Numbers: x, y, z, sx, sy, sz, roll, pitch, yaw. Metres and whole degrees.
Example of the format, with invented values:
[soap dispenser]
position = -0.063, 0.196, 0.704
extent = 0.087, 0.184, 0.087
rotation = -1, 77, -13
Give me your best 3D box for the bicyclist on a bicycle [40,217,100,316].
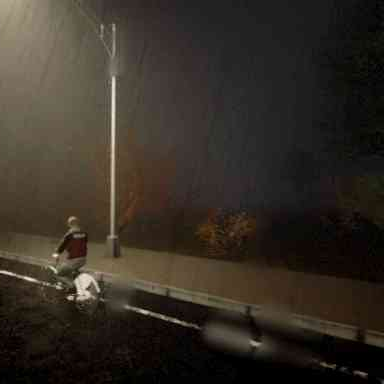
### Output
[bicyclist on a bicycle]
position = -2.368, 1.341, 6.290
extent = 1.843, 1.776, 0.659
rotation = 1, 0, 35
